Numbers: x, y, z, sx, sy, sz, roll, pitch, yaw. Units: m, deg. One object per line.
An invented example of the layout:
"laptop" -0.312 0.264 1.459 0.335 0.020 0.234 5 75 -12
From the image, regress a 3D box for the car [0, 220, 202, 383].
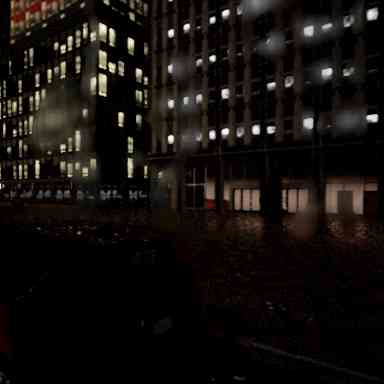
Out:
"car" -2.208 1.324 4.443 5.009 1.841 2.192 0 0 36
